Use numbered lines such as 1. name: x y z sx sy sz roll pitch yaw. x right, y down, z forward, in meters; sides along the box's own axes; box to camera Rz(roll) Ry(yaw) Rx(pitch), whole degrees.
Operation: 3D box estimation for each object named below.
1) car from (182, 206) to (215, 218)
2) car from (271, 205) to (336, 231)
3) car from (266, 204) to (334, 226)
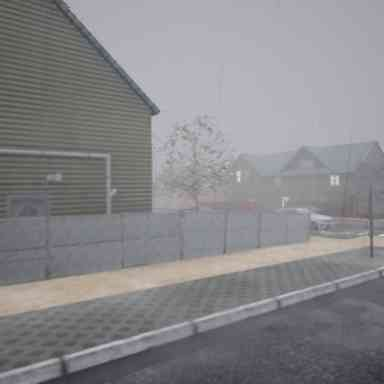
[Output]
1. car: 0.978 2.090 31.988 2.033 1.411 5.357 -1 -1 -36
2. car: 7.466 1.803 22.906 1.812 1.442 4.674 -1 -1 -36
3. car: 8.476 1.762 26.656 1.882 1.535 5.008 -1 -1 -36
